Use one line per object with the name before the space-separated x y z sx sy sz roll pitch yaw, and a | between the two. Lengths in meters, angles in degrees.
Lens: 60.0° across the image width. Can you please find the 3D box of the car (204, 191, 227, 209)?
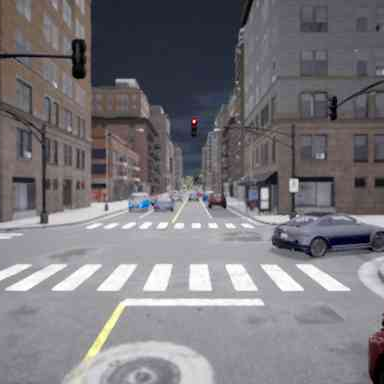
car | 2.869 0.933 38.398 2.192 1.841 5.009 0 1 0

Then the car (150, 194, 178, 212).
car | -2.706 1.197 33.115 1.812 1.442 4.674 0 1 0

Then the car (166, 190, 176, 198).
car | -5.043 0.501 81.680 2.192 1.841 5.009 0 1 0

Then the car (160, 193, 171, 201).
car | -5.118 0.876 65.295 1.752 1.417 4.829 0 1 0

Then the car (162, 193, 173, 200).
car | -5.092 0.845 70.870 2.008 1.369 4.403 0 1 0

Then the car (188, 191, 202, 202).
car | 0.309 0.981 58.522 1.994 1.385 4.181 0 1 1

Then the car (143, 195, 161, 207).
car | -5.217 1.131 43.841 1.947 1.339 4.313 0 1 0

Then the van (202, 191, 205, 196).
van | 2.925 0.797 54.617 1.690 1.788 3.998 0 1 0

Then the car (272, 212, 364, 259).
car | 5.004 1.420 11.928 4.181 1.385 1.994 -1 0 -21

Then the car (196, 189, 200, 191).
car | 2.642 0.475 87.912 2.097 1.767 4.553 0 1 0

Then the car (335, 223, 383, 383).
car | 2.640 1.303 1.030 2.192 1.841 5.009 0 1 0

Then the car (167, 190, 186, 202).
car | -2.561 0.934 56.040 2.128 1.511 4.902 0 1 1

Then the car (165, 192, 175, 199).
car | -5.067 0.806 76.276 1.947 1.339 4.313 0 1 0

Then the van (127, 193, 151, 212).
van | -5.267 1.013 33.027 1.690 1.788 3.998 0 1 0

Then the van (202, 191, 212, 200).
van | 2.962 0.689 65.429 1.690 1.788 3.998 0 1 0
